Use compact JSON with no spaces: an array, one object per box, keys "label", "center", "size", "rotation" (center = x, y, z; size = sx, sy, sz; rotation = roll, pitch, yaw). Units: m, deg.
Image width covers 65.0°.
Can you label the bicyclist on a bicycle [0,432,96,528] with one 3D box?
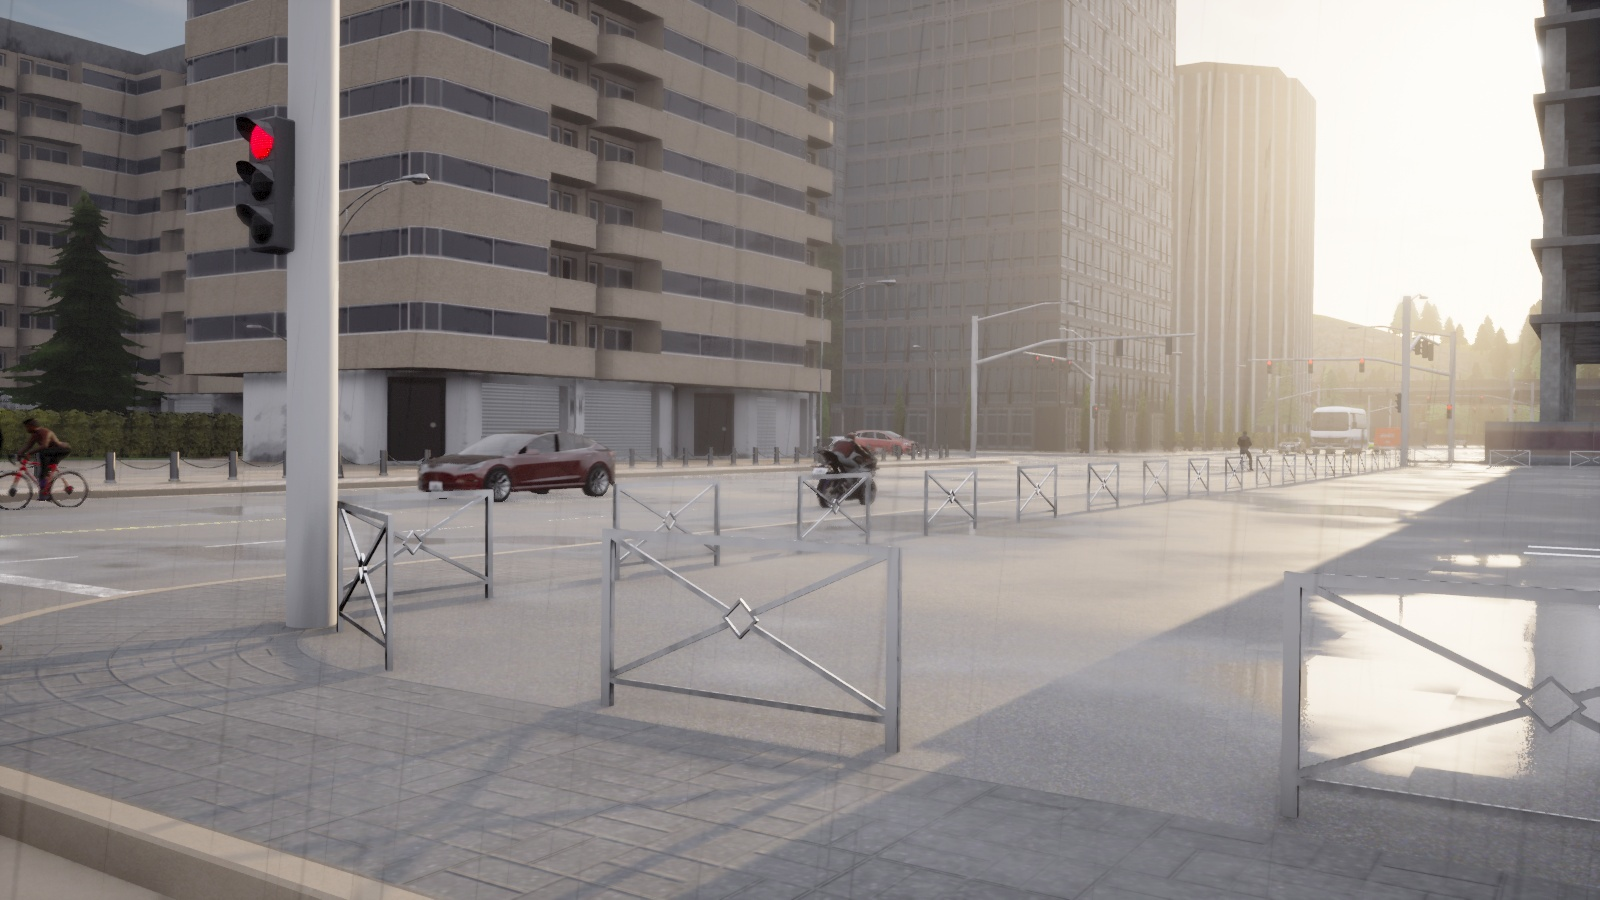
[{"label":"bicyclist on a bicycle","center":[-13.454,0.503,22.209],"size":[0.582,1.620,1.656],"rotation":[0,1,33]}]

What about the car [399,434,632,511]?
[{"label":"car","center":[-6.047,0.413,27.310],"size":[2.163,1.488,4.792],"rotation":[0,1,33]}]

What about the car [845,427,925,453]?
[{"label":"car","center":[5.436,-0.632,80.813],"size":[4.611,1.667,2.242],"rotation":[0,1,32]}]

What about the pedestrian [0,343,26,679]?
[{"label":"pedestrian","center":[-4.620,0.339,6.758],"size":[0.376,1.854,0.720],"rotation":[0,1,7]}]

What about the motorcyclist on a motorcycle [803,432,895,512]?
[{"label":"motorcyclist on a motorcycle","center":[1.012,0.411,25.363],"size":[0.866,1.530,2.191],"rotation":[0,1,32]}]
